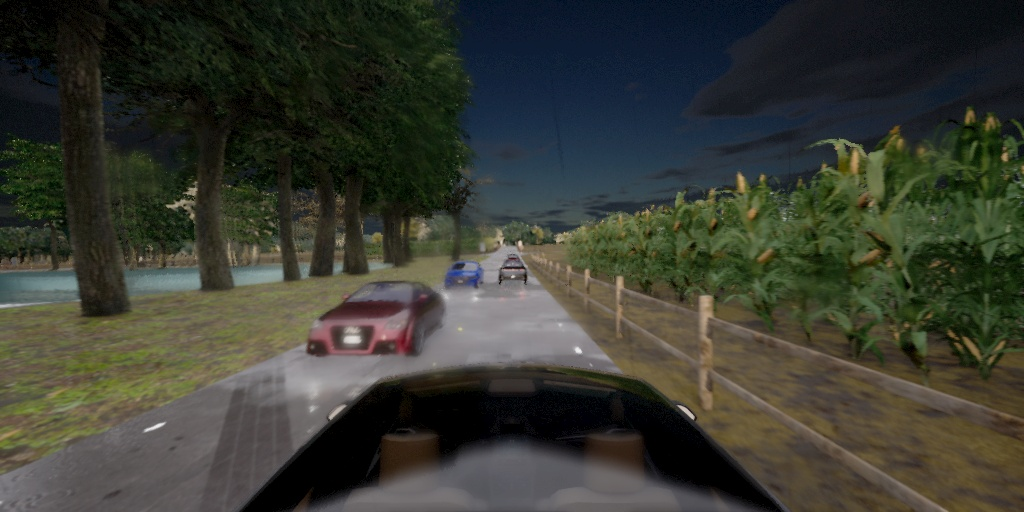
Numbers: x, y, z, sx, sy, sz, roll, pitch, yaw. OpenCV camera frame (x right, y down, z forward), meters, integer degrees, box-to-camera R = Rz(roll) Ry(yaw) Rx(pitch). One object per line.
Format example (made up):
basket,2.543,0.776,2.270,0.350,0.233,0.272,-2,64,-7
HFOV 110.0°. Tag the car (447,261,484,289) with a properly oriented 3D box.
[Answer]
car,-2.744,1.051,21.587,1.882,1.535,5.008,0,1,0

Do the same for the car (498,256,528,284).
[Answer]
car,0.072,1.025,24.245,2.128,1.511,4.902,0,1,0

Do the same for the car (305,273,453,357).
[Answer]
car,-2.797,1.278,8.309,1.994,1.385,4.181,0,0,1
